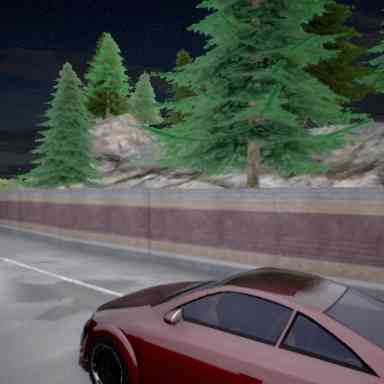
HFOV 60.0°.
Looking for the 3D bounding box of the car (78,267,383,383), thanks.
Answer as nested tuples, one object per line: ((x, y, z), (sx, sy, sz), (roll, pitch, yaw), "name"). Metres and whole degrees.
((0.660, 1.576, 3.644), (4.181, 1.385, 1.994), (0, 0, 36), "car")
